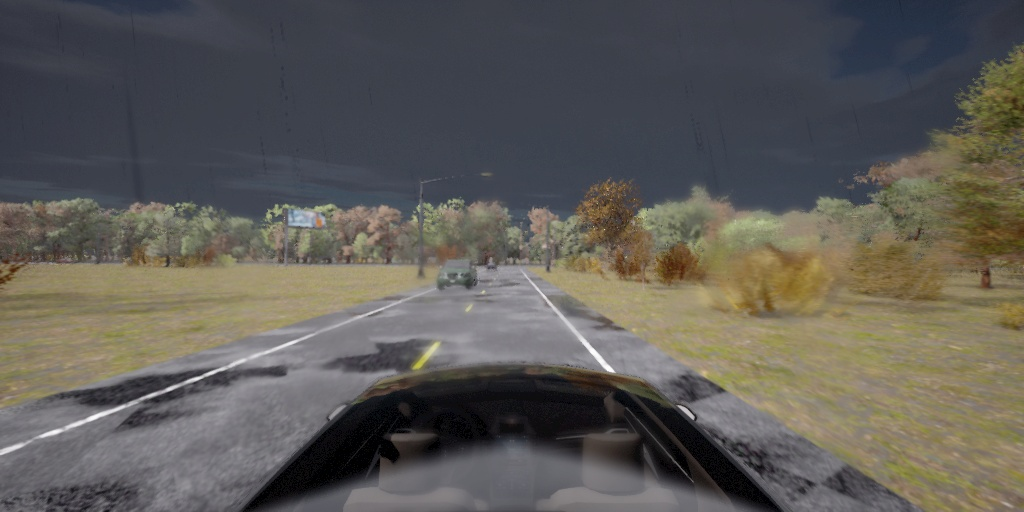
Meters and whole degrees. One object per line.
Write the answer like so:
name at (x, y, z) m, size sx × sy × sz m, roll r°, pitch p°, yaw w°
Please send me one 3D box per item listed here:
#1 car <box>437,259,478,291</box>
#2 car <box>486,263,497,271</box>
car at (-3.620, 1.221, 24.569) m, size 2.150 × 2.045 × 5.566 m, roll 0°, pitch -1°, yaw 0°
car at (-3.577, 1.933, 63.959) m, size 2.033 × 1.411 × 5.357 m, roll 0°, pitch -1°, yaw 0°
